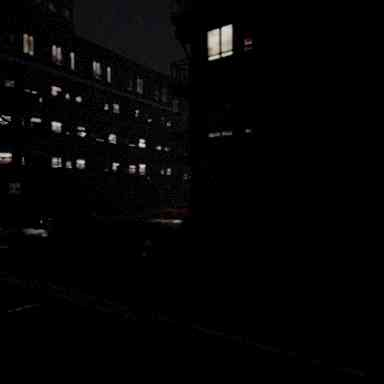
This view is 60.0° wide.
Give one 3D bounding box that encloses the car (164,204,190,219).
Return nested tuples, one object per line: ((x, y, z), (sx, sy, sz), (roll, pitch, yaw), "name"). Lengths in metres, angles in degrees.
((-0.974, 2.050, 35.830), (1.882, 1.535, 5.008), (0, -1, 35), "car")

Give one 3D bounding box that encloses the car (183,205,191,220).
((1.417, 2.057, 29.232), (1.802, 1.307, 4.206), (-2, -2, 35), "car")

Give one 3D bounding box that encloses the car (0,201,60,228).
((-11.974, 1.617, 24.658), (2.192, 1.841, 5.009), (-2, -2, 35), "car")

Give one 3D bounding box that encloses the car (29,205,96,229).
((-9.097, 1.878, 24.217), (1.994, 1.385, 4.181), (0, -1, 35), "car")
